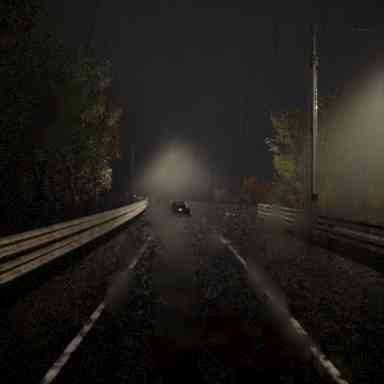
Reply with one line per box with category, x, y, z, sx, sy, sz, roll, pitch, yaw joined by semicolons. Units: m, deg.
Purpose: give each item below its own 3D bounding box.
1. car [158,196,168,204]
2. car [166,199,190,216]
car;-5.759;1.505;66.188;1.837;1.490;4.892;0;0;-11
car;-1.275;1.578;32.633;1.994;1.385;4.181;0;0;-5
